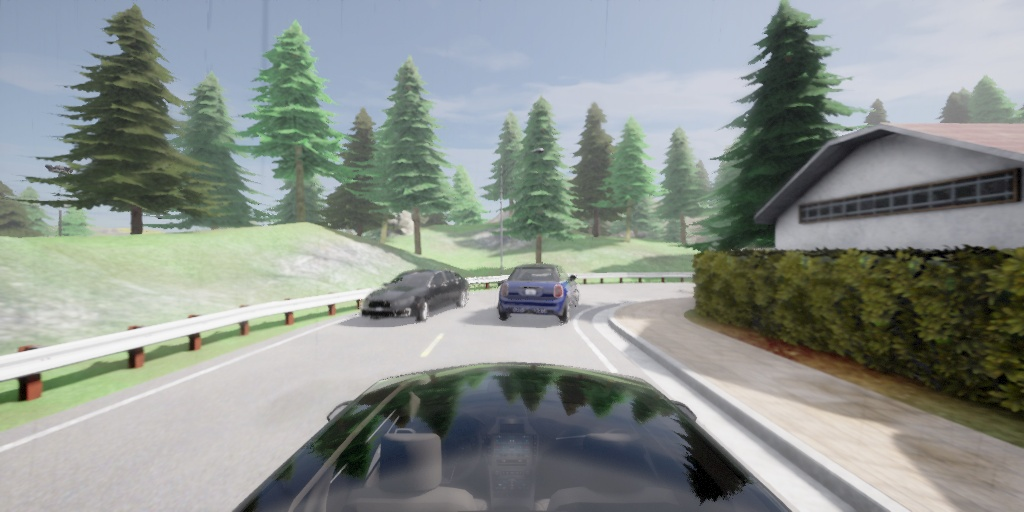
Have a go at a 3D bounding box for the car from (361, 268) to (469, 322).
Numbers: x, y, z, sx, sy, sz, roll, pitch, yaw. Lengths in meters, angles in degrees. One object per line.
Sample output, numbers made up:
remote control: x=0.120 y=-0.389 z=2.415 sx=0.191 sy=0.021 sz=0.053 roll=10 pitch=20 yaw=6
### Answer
car: x=-3.037 y=1.205 z=12.203 sx=1.837 sy=1.490 sz=4.892 roll=-2 pitch=0 yaw=15

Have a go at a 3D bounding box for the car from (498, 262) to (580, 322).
car: x=1.078 y=1.049 z=12.336 sx=2.097 sy=1.767 sz=4.553 roll=0 pitch=0 yaw=15
